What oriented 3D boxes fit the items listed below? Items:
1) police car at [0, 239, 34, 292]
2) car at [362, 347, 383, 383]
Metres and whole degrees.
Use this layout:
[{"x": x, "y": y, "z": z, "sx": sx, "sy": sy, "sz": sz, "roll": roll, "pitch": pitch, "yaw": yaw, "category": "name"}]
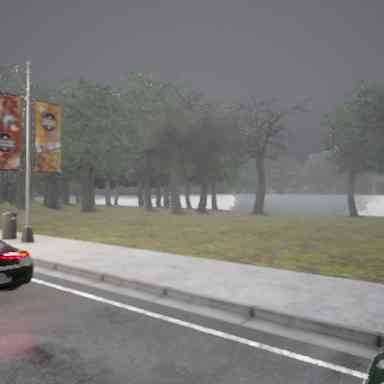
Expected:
[{"x": -5.853, "y": 1.481, "z": 7.746, "sx": 4.974, "sy": 1.542, "sz": 2.038, "roll": 0, "pitch": 0, "yaw": 36, "category": "police car"}, {"x": 3.115, "y": 1.358, "z": 1.339, "sx": 4.553, "sy": 1.767, "sz": 2.097, "roll": 0, "pitch": 0, "yaw": 35, "category": "car"}]
